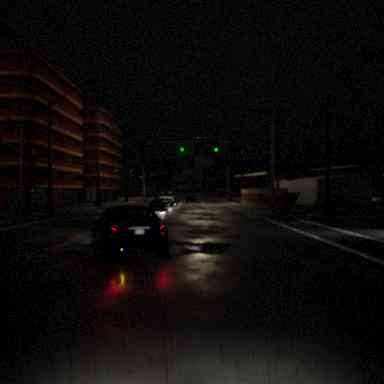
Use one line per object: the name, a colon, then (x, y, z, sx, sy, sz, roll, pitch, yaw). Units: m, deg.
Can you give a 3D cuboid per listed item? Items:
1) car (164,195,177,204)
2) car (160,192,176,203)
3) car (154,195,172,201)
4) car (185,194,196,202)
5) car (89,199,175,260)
car: (-3.789, 1.305, 58.893, 2.033, 1.411, 5.357, 0, 0, 0)
car: (-3.790, 1.021, 48.419, 2.150, 2.045, 5.566, 0, 0, 0)
car: (-3.785, 1.388, 38.130, 2.033, 1.411, 5.357, 0, 0, 0)
car: (-0.323, 1.240, 65.922, 1.837, 1.490, 4.892, 0, 0, 0)
car: (-2.493, 1.265, 12.425, 2.097, 1.767, 4.553, 0, 0, -23)
